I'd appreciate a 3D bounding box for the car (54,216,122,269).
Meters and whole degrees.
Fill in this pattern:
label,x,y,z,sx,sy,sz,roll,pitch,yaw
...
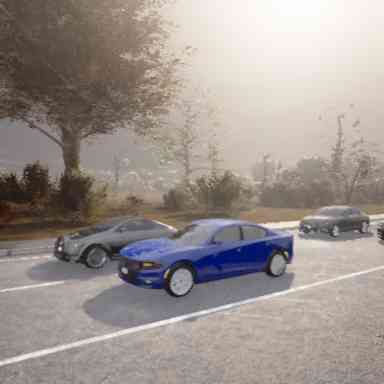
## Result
label,x,y,z,sx,sy,sz,roll,pitch,yaw
car,-2.260,1.515,10.991,4.181,1.385,1.994,1,0,-35

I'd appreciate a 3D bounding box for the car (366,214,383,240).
label,x,y,z,sx,sy,sz,roll,pitch,yaw
car,10.812,1.562,16.089,4.902,1.511,2.128,0,0,-36

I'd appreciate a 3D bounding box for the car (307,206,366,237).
label,x,y,z,sx,sy,sz,roll,pitch,yaw
car,7.902,1.542,18.286,4.892,1.490,1.837,0,0,-36

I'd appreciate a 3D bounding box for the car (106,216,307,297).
label,x,y,z,sx,sy,sz,roll,pitch,yaw
car,0.572,1.465,8.703,5.008,1.535,1.882,1,0,-36
